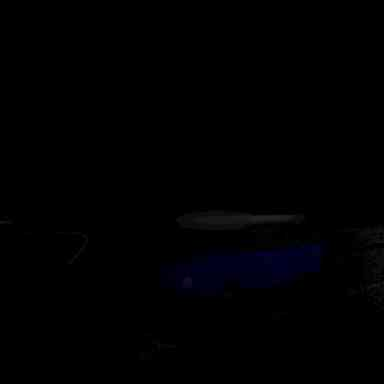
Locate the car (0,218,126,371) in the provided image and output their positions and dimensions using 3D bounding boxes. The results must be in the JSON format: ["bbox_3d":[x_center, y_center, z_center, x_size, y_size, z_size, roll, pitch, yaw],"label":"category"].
[{"bbox_3d":[-3.311,1.310,4.173,5.009,1.841,2.192,1,-1,-36],"label":"car"}]

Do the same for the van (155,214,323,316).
[{"bbox_3d":[1.187,1.407,7.380,3.998,1.788,1.690,1,-1,-36],"label":"van"}]
